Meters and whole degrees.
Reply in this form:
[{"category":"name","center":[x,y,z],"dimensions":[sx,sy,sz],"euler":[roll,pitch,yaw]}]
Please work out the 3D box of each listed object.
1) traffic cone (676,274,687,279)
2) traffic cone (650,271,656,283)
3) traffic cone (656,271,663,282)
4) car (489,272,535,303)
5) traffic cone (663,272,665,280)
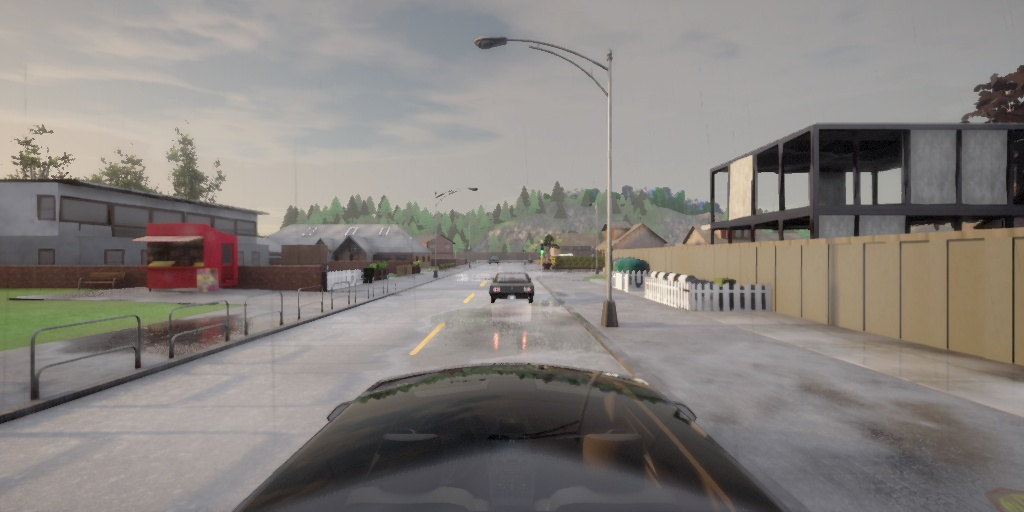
[{"category":"traffic cone","center":[15.798,1.567,33.449],"dimensions":[0.344,0.586,0.344],"euler":[0,0,0]},{"category":"traffic cone","center":[10.391,1.580,26.955],"dimensions":[0.344,0.586,0.344],"euler":[0,0,0]},{"category":"traffic cone","center":[11.390,1.556,27.996],"dimensions":[0.344,0.586,0.344],"euler":[0,0,0]},{"category":"car","center":[0.000,1.365,16.530],"dimensions":[1.895,1.301,4.718],"euler":[0,0,0]},{"category":"traffic cone","center":[11.751,1.559,28.565],"dimensions":[0.344,0.586,0.344],"euler":[0,0,0]}]
